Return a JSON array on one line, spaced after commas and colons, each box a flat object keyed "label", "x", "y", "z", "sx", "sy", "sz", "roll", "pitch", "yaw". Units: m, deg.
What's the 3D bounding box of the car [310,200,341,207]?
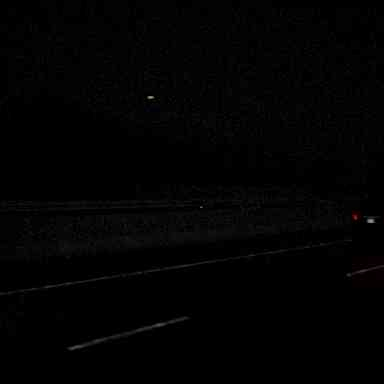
[{"label": "car", "x": 13.376, "y": 1.535, "z": 30.695, "sx": 4.892, "sy": 1.490, "sz": 1.837, "roll": 1, "pitch": 0, "yaw": -35}]

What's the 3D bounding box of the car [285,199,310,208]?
[{"label": "car", "x": 11.348, "y": 1.535, "z": 33.546, "sx": 4.892, "sy": 1.490, "sz": 1.837, "roll": 1, "pitch": 0, "yaw": -35}]

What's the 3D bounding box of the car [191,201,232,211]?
[{"label": "car", "x": 2.257, "y": 1.628, "z": 35.677, "sx": 4.718, "sy": 1.301, "sz": 1.895, "roll": 0, "pitch": 0, "yaw": -35}]

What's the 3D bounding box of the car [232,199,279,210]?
[{"label": "car", "x": 7.037, "y": 1.519, "z": 34.783, "sx": 4.902, "sy": 1.511, "sz": 2.128, "roll": 0, "pitch": 0, "yaw": -35}]

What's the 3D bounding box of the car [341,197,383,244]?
[{"label": "car", "x": 9.298, "y": 1.244, "z": 14.796, "sx": 5.566, "sy": 2.045, "sz": 2.150, "roll": 0, "pitch": 0, "yaw": -35}]
